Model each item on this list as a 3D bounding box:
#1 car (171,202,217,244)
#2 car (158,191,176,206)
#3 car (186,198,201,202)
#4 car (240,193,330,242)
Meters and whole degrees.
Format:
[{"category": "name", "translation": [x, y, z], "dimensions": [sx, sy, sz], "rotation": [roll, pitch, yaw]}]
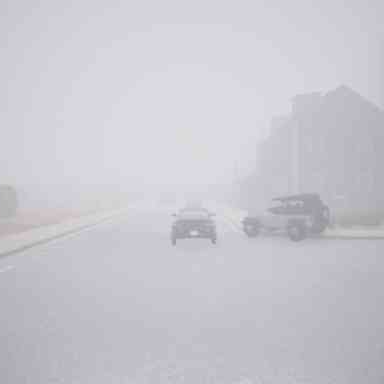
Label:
[{"category": "car", "translation": [0.073, 1.395, 14.901], "dimensions": [1.812, 1.442, 4.674], "rotation": [-1, 0, 0]}, {"category": "car", "translation": [-3.496, 0.893, 47.137], "dimensions": [2.150, 2.045, 5.566], "rotation": [0, 0, 0]}, {"category": "car", "translation": [0.103, 1.319, 33.911], "dimensions": [2.033, 1.411, 5.357], "rotation": [0, 0, 0]}, {"category": "car", "translation": [4.164, 1.043, 15.008], "dimensions": [1.905, 1.878, 3.866], "rotation": [-8, 4, -42]}]
